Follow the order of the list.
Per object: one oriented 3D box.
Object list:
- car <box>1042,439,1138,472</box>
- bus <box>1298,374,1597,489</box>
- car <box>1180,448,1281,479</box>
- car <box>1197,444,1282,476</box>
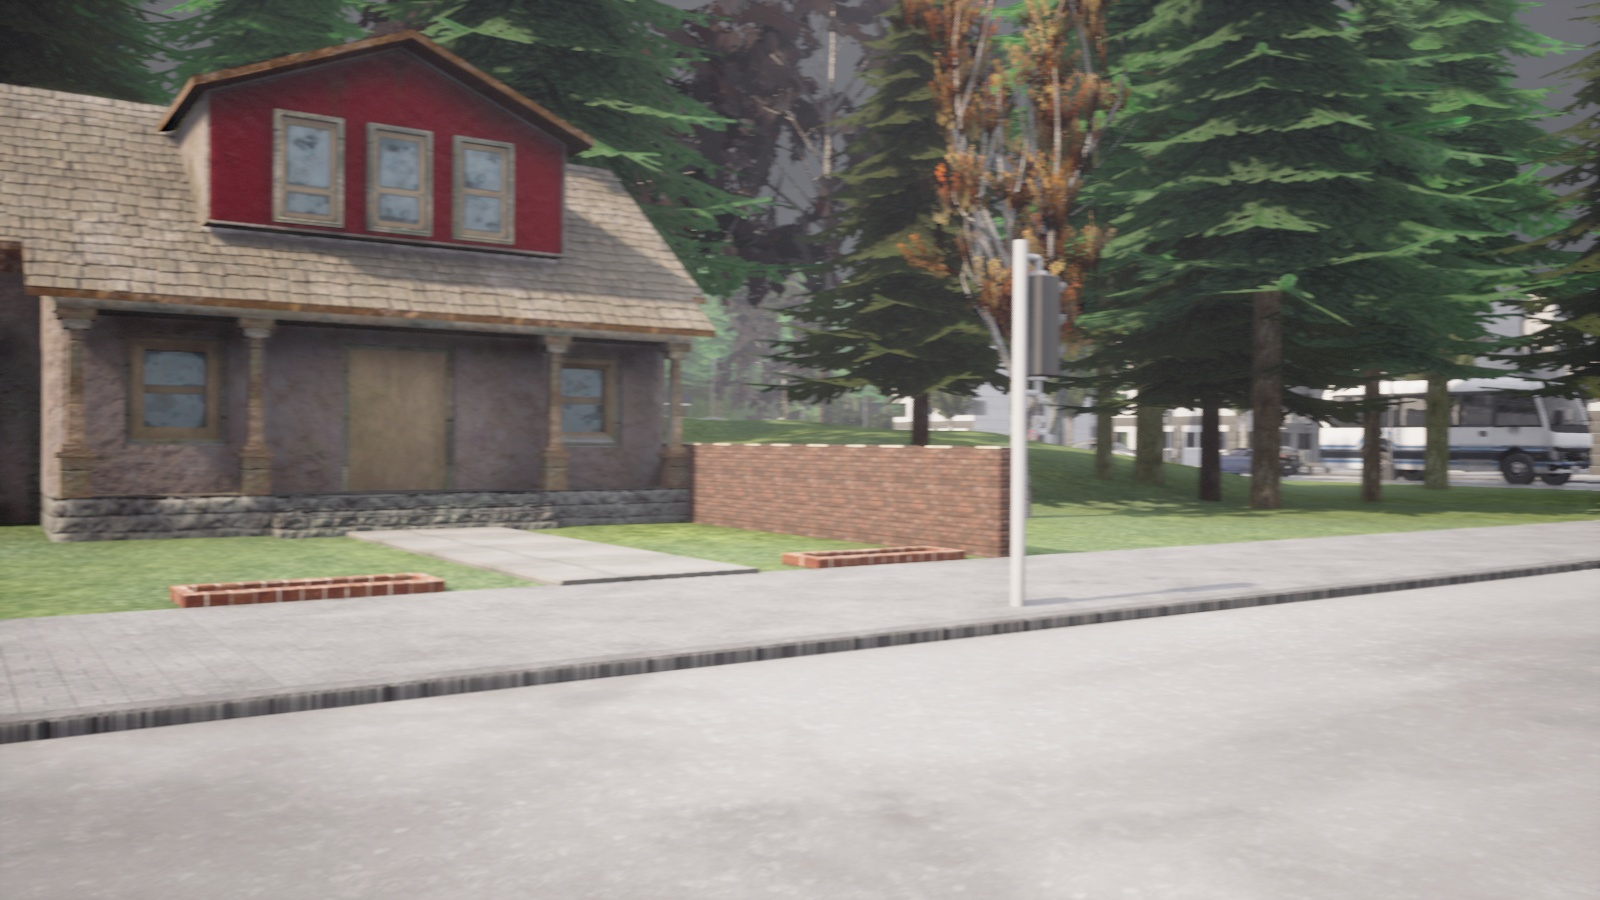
[{"bbox_3d":[15.389,0.294,66.817,2.242,1.667,4.611,0,0,-35],"label":"car"},{"bbox_3d":[26.238,-0.722,51.612,3.944,4.253,10.273,0,0,-34],"label":"bus"},{"bbox_3d":[20.418,0.609,59.704,1.994,1.385,4.181,0,0,-36],"label":"car"},{"bbox_3d":[22.338,0.513,63.927,1.789,1.549,3.705,0,0,-35],"label":"car"}]
